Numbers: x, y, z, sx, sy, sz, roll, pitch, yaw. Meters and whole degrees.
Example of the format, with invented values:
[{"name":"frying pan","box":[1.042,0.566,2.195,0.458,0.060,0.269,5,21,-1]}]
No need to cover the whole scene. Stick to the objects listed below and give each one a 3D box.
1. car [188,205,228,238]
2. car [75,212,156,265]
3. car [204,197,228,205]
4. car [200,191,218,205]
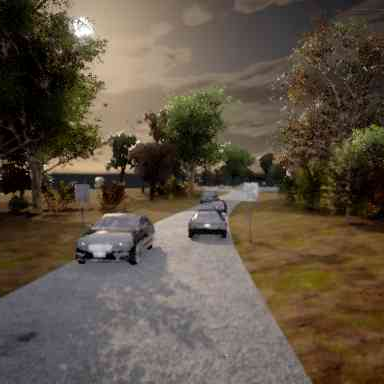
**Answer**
[{"name":"car","box":[0.896,1.610,18.209,1.994,1.385,4.181,0,0,4]},{"name":"car","box":[-2.468,1.491,11.771,2.128,1.511,4.902,0,0,3]},{"name":"car","box":[2.940,1.596,36.640,2.033,1.411,5.357,0,1,9]},{"name":"car","box":[2.775,0.872,52.082,2.150,2.045,5.566,2,2,12]}]
